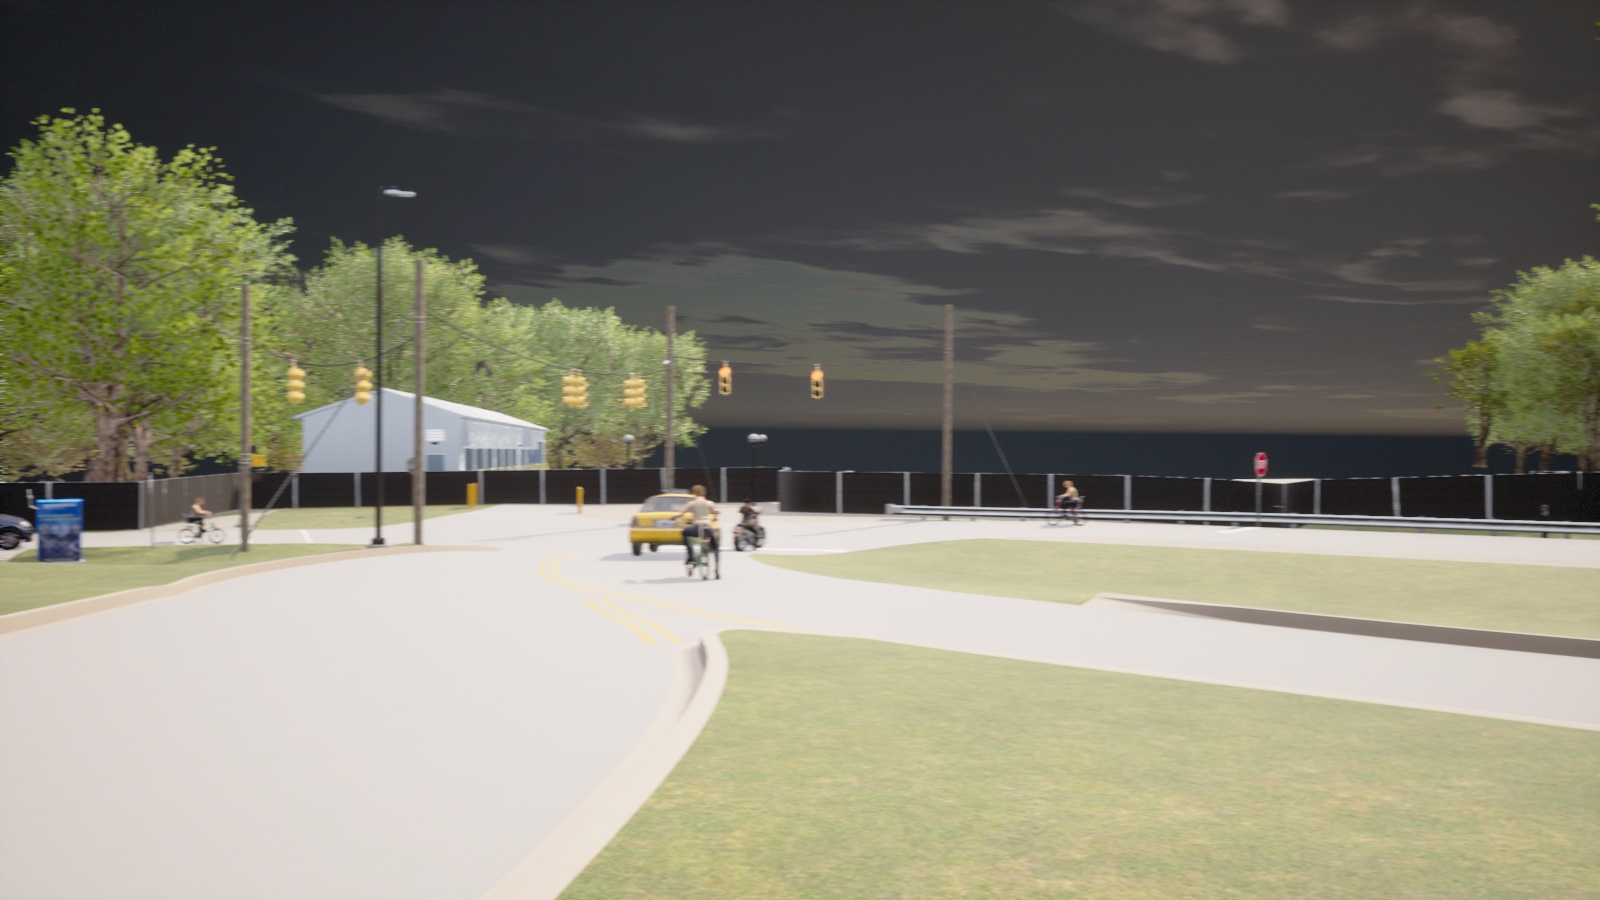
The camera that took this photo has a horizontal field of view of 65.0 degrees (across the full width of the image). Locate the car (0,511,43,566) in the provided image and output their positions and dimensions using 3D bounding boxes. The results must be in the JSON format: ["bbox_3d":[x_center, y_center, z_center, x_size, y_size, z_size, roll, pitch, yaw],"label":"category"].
[{"bbox_3d":[-26.612,2.889,40.144,3.988,1.617,1.851,-1,1,-36],"label":"car"}]

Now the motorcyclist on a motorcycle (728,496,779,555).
[{"bbox_3d":[-1.377,2.255,37.972,0.766,1.649,2.350,0,0,18],"label":"motorcyclist on a motorcycle"}]

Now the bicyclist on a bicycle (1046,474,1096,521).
[{"bbox_3d":[9.640,1.681,44.601,1.509,1.612,0.866,-2,0,26],"label":"bicyclist on a bicycle"}]

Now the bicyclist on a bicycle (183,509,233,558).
[{"bbox_3d":[-20.549,2.875,43.586,1.509,1.612,0.866,0,1,-21],"label":"bicyclist on a bicycle"}]

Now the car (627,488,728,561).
[{"bbox_3d":[-2.816,1.756,30.054,1.801,1.575,5.366,-1,-3,1],"label":"car"}]

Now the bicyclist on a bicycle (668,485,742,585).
[{"bbox_3d":[-1.639,1.436,21.467,0.866,1.612,1.509,-1,-2,-19],"label":"bicyclist on a bicycle"}]
